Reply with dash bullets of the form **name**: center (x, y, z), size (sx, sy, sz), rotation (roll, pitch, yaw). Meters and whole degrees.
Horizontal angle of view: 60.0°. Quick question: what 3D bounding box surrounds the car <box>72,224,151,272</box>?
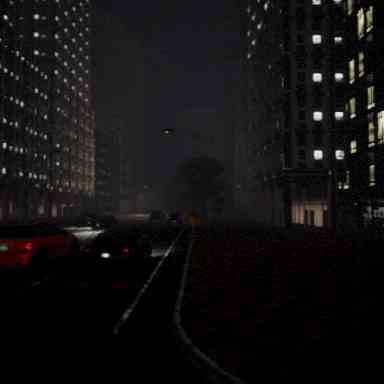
- **car**: center (-2.798, 2.141, 12.897), size (1.994, 1.385, 4.181), rotation (0, -3, 1)

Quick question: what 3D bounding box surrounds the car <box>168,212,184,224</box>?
- **car**: center (-2.257, 3.554, 45.251), size (1.837, 1.490, 4.892), rotation (0, -2, 1)

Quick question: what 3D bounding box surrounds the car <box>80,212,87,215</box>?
- **car**: center (-12.277, 3.120, 39.149), size (2.097, 1.767, 4.553), rotation (0, -2, 1)

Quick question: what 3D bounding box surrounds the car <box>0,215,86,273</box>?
- **car**: center (-6.051, 1.927, 12.853), size (2.097, 1.767, 4.553), rotation (0, -3, 1)

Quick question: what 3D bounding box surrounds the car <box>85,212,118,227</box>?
- **car**: center (-9.117, 3.065, 34.834), size (2.128, 1.511, 4.902), rotation (0, -3, 1)

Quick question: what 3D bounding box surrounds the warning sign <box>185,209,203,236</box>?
- **warning sign**: center (0.155, 2.206, 24.197), size (1.300, 1.860, 1.060), rotation (1, -2, 1)

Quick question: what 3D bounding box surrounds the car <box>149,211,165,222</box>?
- **car**: center (-5.395, 3.708, 52.054), size (2.097, 1.767, 4.553), rotation (0, -3, 1)
